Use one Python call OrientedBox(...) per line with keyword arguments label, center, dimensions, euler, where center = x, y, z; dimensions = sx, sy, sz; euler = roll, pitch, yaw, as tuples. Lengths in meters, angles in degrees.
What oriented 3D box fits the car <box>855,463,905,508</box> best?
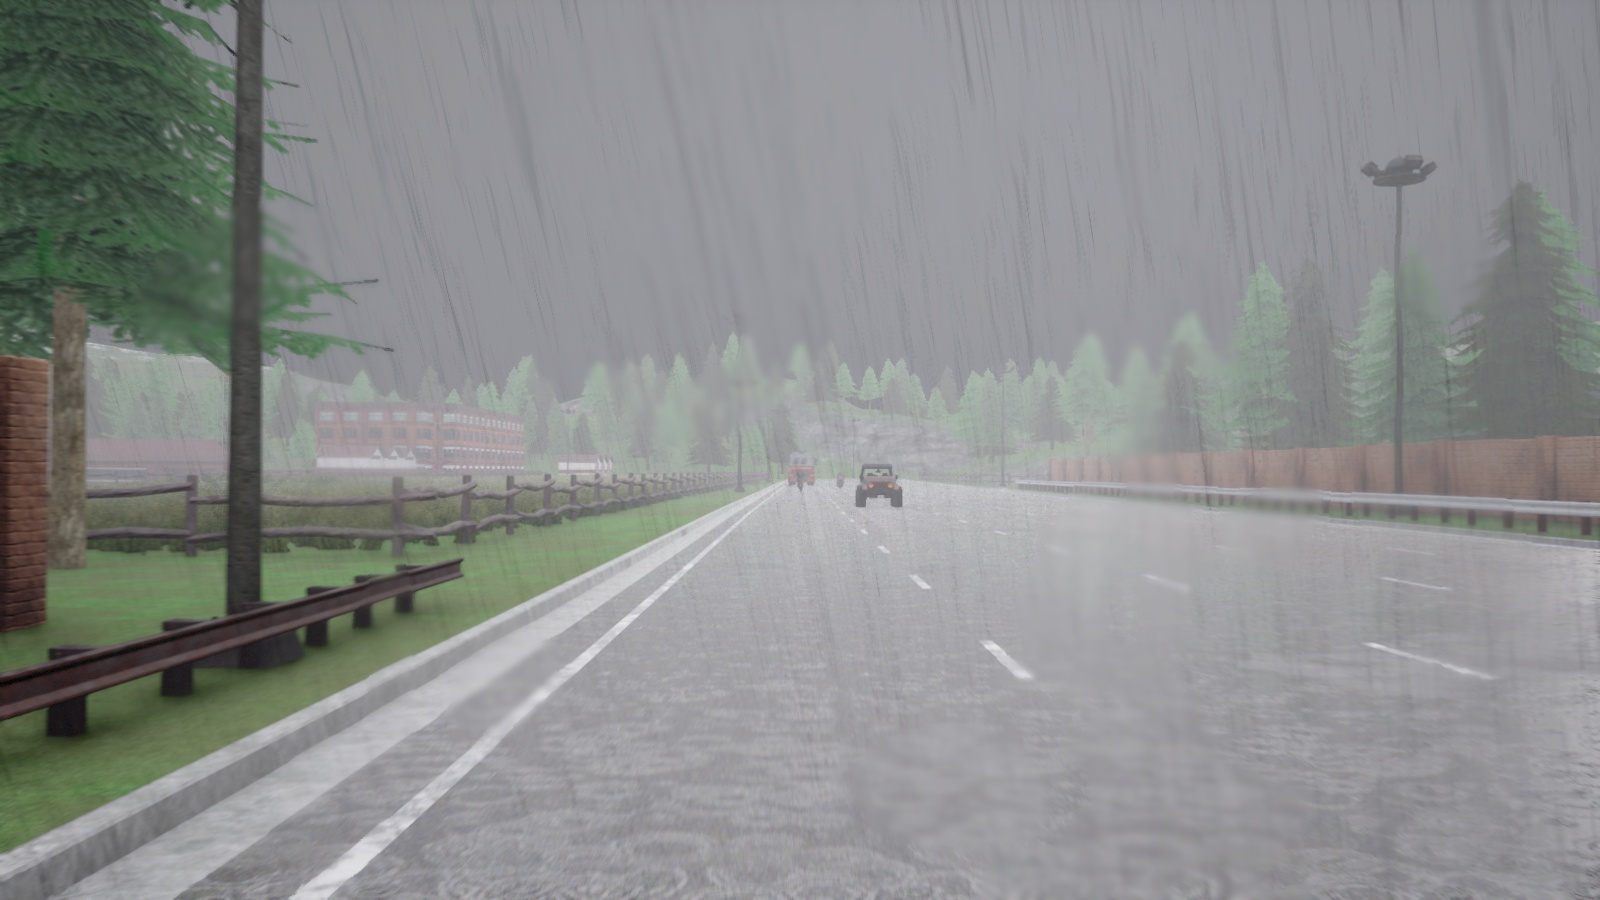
OrientedBox(label="car", center=(3.409, 1.504, 54.317), dimensions=(1.905, 1.878, 3.866), euler=(0, -1, 0))
